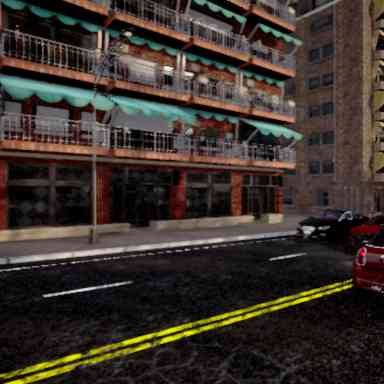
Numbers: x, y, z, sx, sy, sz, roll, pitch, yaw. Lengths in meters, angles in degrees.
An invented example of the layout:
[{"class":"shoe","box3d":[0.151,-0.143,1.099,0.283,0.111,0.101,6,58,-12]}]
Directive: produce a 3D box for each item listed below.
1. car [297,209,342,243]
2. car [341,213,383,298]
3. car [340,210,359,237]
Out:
[{"class":"car","box3d":[7.422,1.673,17.224,4.902,1.511,2.128,1,-1,-37]},{"class":"car","box3d":[5.706,1.451,7.611,4.553,1.767,2.097,1,-1,-36]},{"class":"car","box3d":[8.572,1.645,14.023,5.008,1.535,1.882,1,-1,-37]}]
